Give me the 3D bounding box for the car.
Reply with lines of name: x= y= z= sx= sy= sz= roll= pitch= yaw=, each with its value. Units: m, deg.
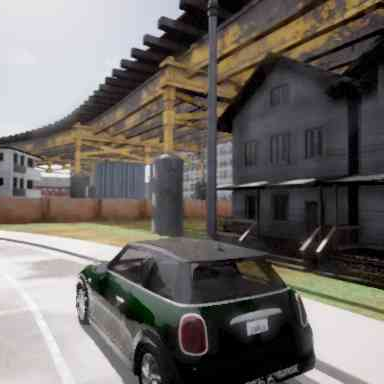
car: x=-0.408 y=1.525 z=5.417 sx=2.097 sy=1.767 sz=4.553 roll=2 pitch=-2 yaw=-32
